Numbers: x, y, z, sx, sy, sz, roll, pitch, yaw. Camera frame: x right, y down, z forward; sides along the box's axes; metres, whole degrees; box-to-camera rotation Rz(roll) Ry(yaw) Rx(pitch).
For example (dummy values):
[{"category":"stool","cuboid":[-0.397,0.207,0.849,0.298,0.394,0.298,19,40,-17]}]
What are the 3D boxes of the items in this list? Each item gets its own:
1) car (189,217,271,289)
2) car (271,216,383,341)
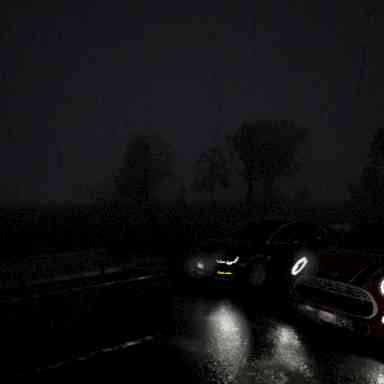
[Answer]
[{"category":"car","cuboid":[2.192,1.470,9.160,4.892,1.490,1.837,0,0,-35]},{"category":"car","cuboid":[3.923,1.319,6.401,4.553,1.767,2.097,0,0,-35]}]
